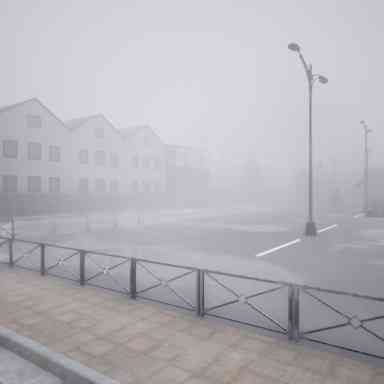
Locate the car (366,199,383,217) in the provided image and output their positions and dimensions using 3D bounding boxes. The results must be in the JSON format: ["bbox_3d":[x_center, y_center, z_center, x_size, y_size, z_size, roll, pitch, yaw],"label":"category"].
[{"bbox_3d":[15.339,1.298,26.865,2.007,1.523,4.514,0,0,35],"label":"car"}]
